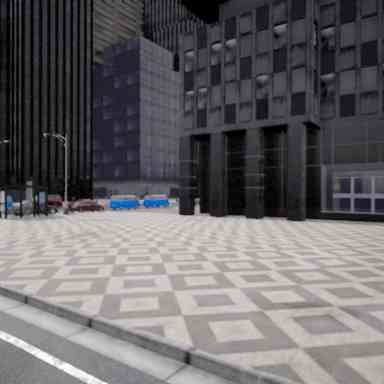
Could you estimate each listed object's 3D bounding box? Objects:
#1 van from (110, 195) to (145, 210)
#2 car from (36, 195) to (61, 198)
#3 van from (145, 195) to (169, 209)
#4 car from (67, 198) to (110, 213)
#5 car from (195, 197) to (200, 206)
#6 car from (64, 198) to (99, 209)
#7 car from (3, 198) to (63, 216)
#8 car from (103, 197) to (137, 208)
[{"bbox_3d":[-8.052,1.313,40.247,1.690,1.788,3.998,0,0,36],"label":"van"},{"bbox_3d":[-18.291,1.261,40.573,2.192,1.841,5.009,0,0,36],"label":"car"},{"bbox_3d":[-4.756,1.311,44.868,1.690,1.788,3.998,0,0,36],"label":"van"},{"bbox_3d":[-11.350,1.557,35.625,1.802,1.307,4.206,0,0,36],"label":"car"},{"bbox_3d":[1.838,1.550,54.113,1.802,1.307,4.206,0,0,36],"label":"car"},{"bbox_3d":[-14.994,1.524,45.197,1.802,1.307,4.206,0,0,36],"label":"car"},{"bbox_3d":[-14.648,1.530,31.003,2.008,1.369,4.403,0,0,36],"label":"car"},{"bbox_3d":[-10.187,1.475,47.338,1.812,1.442,4.674,0,0,36],"label":"car"}]
